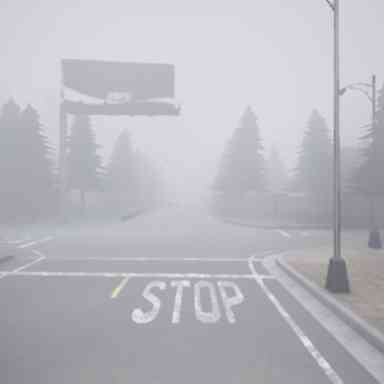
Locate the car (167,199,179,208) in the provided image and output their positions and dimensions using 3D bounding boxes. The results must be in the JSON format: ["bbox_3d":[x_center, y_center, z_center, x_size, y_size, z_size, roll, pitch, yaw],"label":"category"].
[{"bbox_3d":[-3.488,2.055,60.217,1.812,1.442,4.674,0,-1,0],"label":"car"}]
